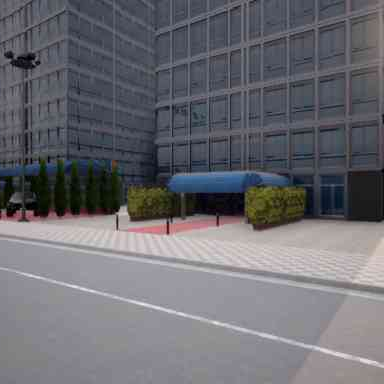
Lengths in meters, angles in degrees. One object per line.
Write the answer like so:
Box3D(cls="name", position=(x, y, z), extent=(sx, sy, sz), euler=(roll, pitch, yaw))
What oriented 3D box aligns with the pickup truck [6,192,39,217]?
Box3D(cls="pickup truck", position=(-15.165, 1.059, 30.077), extent=(2.390, 2.098, 6.274), euler=(0, 0, -25))
